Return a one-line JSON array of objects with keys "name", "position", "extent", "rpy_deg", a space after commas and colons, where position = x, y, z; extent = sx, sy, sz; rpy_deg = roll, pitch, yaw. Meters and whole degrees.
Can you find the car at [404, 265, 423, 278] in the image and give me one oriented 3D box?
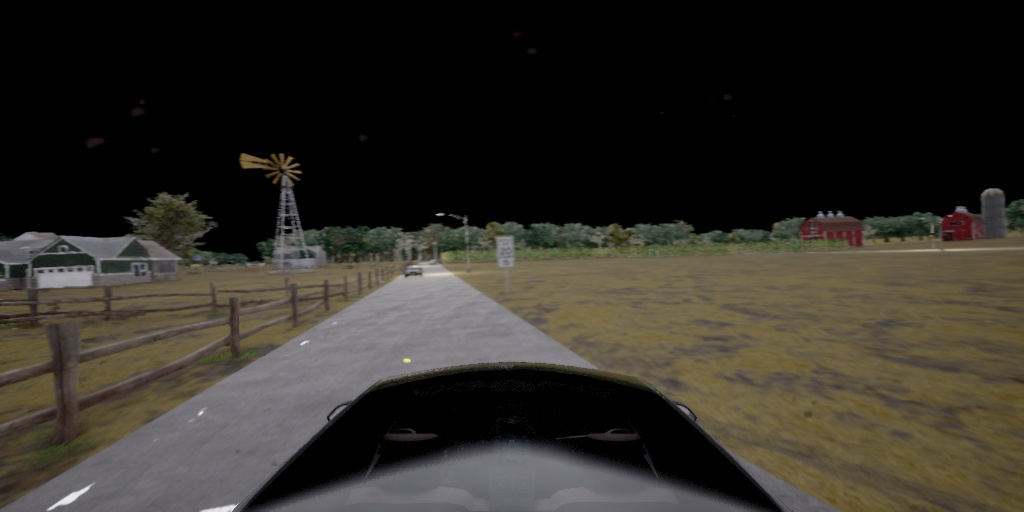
[{"name": "car", "position": [-11.499, 1.777, 42.081], "extent": [1.994, 1.385, 4.181], "rpy_deg": [-3, 0, -13]}]
